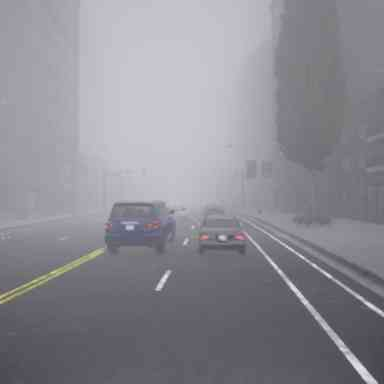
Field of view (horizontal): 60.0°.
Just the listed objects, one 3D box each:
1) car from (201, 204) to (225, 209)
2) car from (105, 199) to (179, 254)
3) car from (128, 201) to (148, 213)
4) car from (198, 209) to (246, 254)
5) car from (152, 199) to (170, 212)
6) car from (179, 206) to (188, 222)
[{"bbox_3d":[1.886,1.797,29.640,1.837,1.490,4.892,0,0,2],"label":"car"},{"bbox_3d":[-2.029,1.366,14.413,2.150,2.045,5.566,0,0,3],"label":"car"},{"bbox_3d":[-7.583,2.064,47.164,2.033,1.411,5.357,0,-1,0],"label":"car"},{"bbox_3d":[1.217,1.680,14.211,2.033,1.411,5.357,0,-1,3],"label":"car"},{"bbox_3d":[-4.336,1.853,47.080,2.097,1.767,4.553,0,0,0],"label":"car"},{"bbox_3d":[-1.368,1.903,29.552,1.895,1.301,4.718,0,-1,2],"label":"car"}]
